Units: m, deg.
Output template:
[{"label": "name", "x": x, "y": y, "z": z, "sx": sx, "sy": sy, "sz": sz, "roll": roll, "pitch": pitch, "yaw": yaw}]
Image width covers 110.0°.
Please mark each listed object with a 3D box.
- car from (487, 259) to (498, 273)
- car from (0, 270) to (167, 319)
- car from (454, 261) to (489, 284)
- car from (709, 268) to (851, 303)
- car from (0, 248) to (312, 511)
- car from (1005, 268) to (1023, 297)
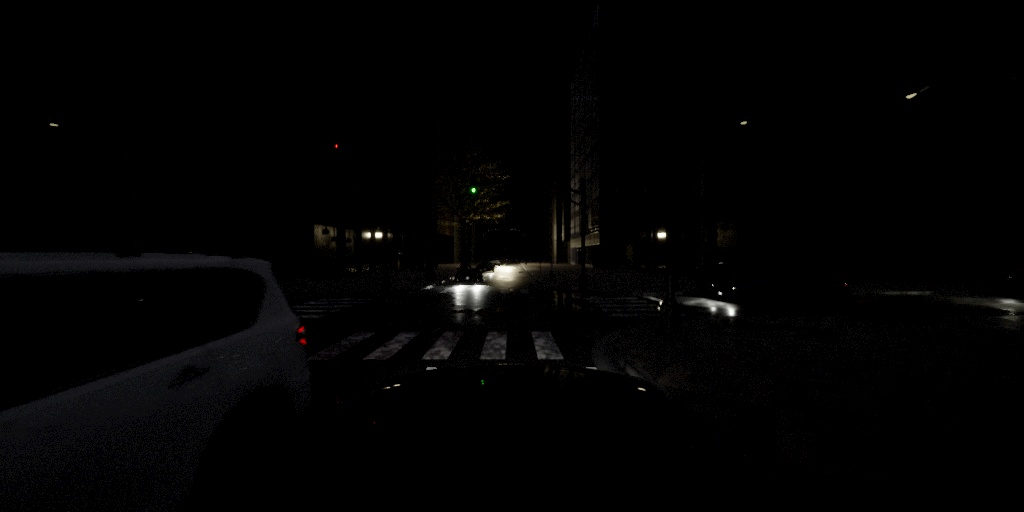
[{"label": "car", "x": -3.071, "y": 1.300, "z": 43.264, "sx": 1.994, "sy": 1.385, "sz": 4.181, "roll": 0, "pitch": 0, "yaw": 0}, {"label": "car", "x": -15.467, "y": 1.291, "z": 12.600, "sx": 4.892, "sy": 1.490, "sz": 1.837, "roll": 0, "pitch": 0, "yaw": 0}, {"label": "car", "x": -3.042, "y": 1.308, "z": 26.550, "sx": 1.994, "sy": 1.385, "sz": 4.181, "roll": 0, "pitch": 0, "yaw": 0}, {"label": "car", "x": 11.753, "y": 1.241, "z": 15.851, "sx": 5.357, "sy": 1.411, "sz": 2.033, "roll": 0, "pitch": 0, "yaw": -4}, {"label": "car", "x": -2.995, "y": 0.978, "z": 1.171, "sx": 2.150, "sy": 2.045, "sz": 5.566, "roll": 0, "pitch": 0, "yaw": 0}, {"label": "car", "x": 25.666, "y": 0.878, "z": 15.855, "sx": 5.566, "sy": 2.045, "sz": 2.150, "roll": 0, "pitch": 0, "yaw": 0}]
